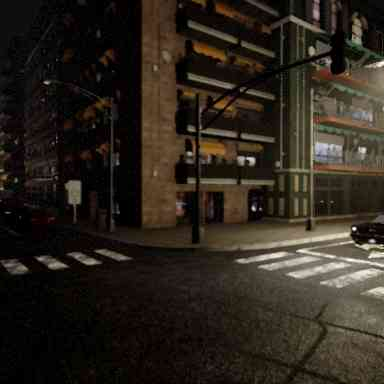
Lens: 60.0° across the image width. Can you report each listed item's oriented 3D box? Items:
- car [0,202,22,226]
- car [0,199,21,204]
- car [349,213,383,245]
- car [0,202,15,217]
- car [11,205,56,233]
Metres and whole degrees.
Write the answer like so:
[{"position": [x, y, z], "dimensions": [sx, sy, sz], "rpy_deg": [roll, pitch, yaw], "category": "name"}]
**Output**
[{"position": [-13.012, 1.721, 25.116], "dimensions": [1.947, 1.339, 4.313], "rpy_deg": [-1, 0, -37], "category": "car"}, {"position": [-16.332, 1.512, 29.589], "dimensions": [2.192, 1.841, 5.009], "rpy_deg": [-1, 0, -37], "category": "car"}, {"position": [8.582, 1.537, 13.807], "dimensions": [4.718, 1.301, 1.895], "rpy_deg": [0, 0, -35], "category": "car"}, {"position": [-19.645, 1.789, 34.062], "dimensions": [2.008, 1.369, 4.403], "rpy_deg": [-1, 0, -37], "category": "car"}, {"position": [-9.695, 1.696, 20.644], "dimensions": [1.802, 1.307, 4.206], "rpy_deg": [-1, 0, -37], "category": "car"}]
